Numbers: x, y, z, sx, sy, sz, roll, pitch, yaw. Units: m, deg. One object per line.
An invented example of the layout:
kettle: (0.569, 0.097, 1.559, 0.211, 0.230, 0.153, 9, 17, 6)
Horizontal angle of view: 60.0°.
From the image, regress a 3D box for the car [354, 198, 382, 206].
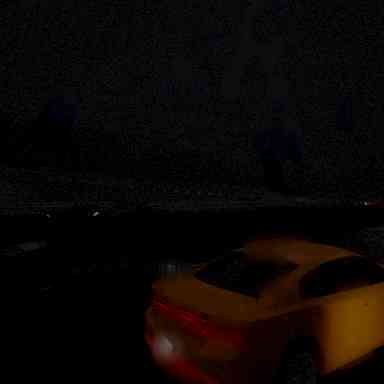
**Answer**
car: (25.132, 1.601, 47.600, 4.553, 1.767, 2.097, 0, 0, -35)

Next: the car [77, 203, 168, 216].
car: (-3.534, 1.553, 18.656, 4.892, 1.490, 1.837, 0, 0, -35)

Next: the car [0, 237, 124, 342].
car: (-2.314, 1.575, 6.393, 4.181, 1.385, 1.994, 0, 0, -35)

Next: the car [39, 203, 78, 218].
car: (-8.269, 1.523, 23.876, 5.008, 1.535, 1.882, 0, 0, -35)

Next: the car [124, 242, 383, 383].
car: (1.746, 1.502, 4.984, 5.008, 1.535, 1.882, 0, 0, -35)

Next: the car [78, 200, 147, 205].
car: (-4.779, 1.406, 22.064, 4.553, 1.767, 2.097, 0, 0, -35)
